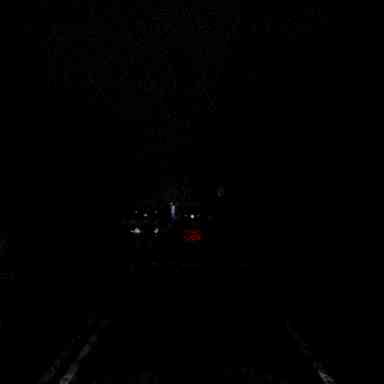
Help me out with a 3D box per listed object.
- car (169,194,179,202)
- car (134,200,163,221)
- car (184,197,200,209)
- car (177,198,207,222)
[{"bbox_3d":[-3.621,1.195,68.057,2.128,1.511,4.902,0,0,-1],"label":"car"},{"bbox_3d":[-3.407,1.427,26.748,1.837,1.490,4.892,0,0,0],"label":"car"},{"bbox_3d":[-0.040,1.412,43.145,1.994,1.385,4.181,0,0,0],"label":"car"},{"bbox_3d":[0.042,1.434,25.445,1.837,1.490,4.892,0,0,1],"label":"car"}]
